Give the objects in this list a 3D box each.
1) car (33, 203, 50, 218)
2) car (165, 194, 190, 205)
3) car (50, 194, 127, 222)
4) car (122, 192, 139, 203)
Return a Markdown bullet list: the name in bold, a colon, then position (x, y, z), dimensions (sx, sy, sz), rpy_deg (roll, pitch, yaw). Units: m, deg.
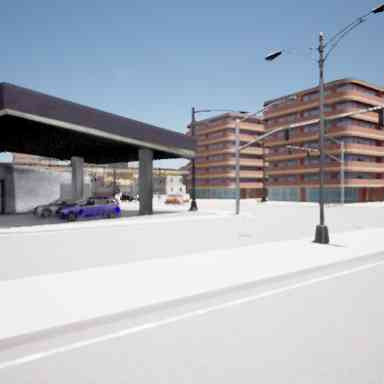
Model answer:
- **car**: position (-11.532, 1.380, 28.734), dimensions (3.806, 1.475, 1.970), rpy_deg (-1, 0, -35)
- **car**: position (-2.204, 1.086, 51.253), dimensions (2.097, 1.767, 4.553), rpy_deg (-1, 1, -36)
- **car**: position (-7.585, 1.215, 24.491), dimensions (4.611, 1.667, 2.242), rpy_deg (-1, 0, -35)
- **car**: position (-11.891, 0.967, 64.535), dimensions (2.150, 2.045, 5.566), rpy_deg (-1, 0, -36)
